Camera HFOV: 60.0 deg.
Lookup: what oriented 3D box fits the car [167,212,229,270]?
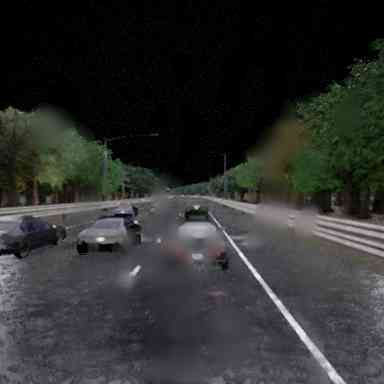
[{"bbox_3d":[0.194,1.637,11.368,1.812,1.442,4.674,0,-1,1],"label":"car"}]

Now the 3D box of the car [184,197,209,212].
[{"bbox_3d":[0.430,1.512,31.903,2.150,2.045,5.566,0,0,1],"label":"car"}]

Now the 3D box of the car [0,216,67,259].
[{"bbox_3d":[-6.784,1.670,13.097,2.033,1.411,5.357,0,-1,1],"label":"car"}]

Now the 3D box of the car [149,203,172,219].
[{"bbox_3d":[-3.061,1.789,32.878,2.128,1.511,4.902,0,0,1],"label":"car"}]

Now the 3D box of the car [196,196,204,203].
[{"bbox_3d":[2.245,2.104,92.953,2.097,1.767,4.553,0,0,1],"label":"car"}]

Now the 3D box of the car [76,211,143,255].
[{"bbox_3d":[-3.276,1.697,13.967,1.994,1.385,4.181,0,-1,1],"label":"car"}]

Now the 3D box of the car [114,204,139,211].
[{"bbox_3d":[-6.553,1.865,33.539,1.994,1.385,4.181,0,0,1],"label":"car"}]
